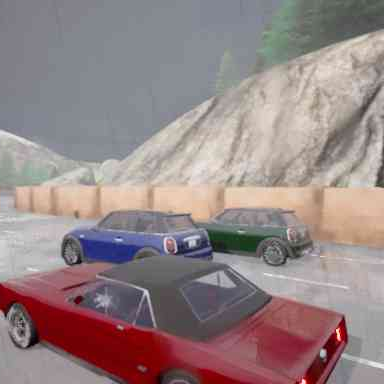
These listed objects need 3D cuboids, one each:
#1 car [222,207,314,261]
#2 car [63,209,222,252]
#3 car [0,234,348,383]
[{"bbox_3d":[1.655,1.287,11.409,4.553,1.767,2.097,1,1,35],"label":"car"},{"bbox_3d":[-1.720,1.266,9.516,4.553,1.767,2.097,1,1,35],"label":"car"},{"bbox_3d":[-0.639,1.563,4.450,4.718,1.301,1.895,1,0,35],"label":"car"}]
